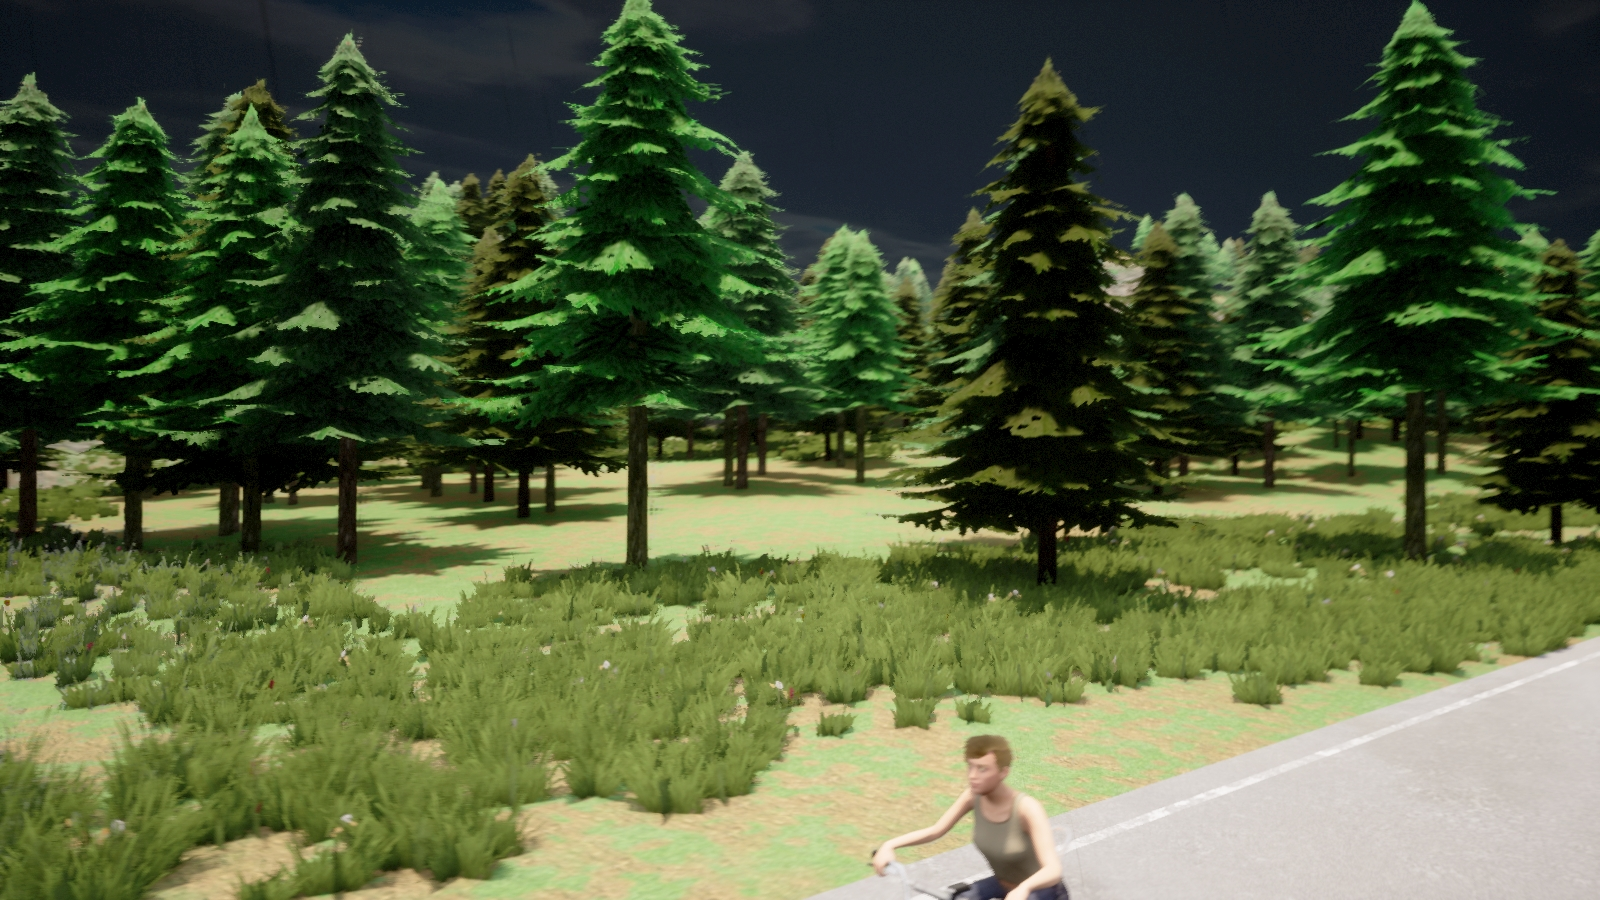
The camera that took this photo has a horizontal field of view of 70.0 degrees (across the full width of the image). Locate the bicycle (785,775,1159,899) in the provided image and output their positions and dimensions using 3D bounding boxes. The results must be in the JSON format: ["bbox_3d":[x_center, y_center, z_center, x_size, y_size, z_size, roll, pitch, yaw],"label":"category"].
[{"bbox_3d":[0.778,2.187,4.998,1.487,1.080,0.859,1,-1,-41],"label":"bicycle"}]
